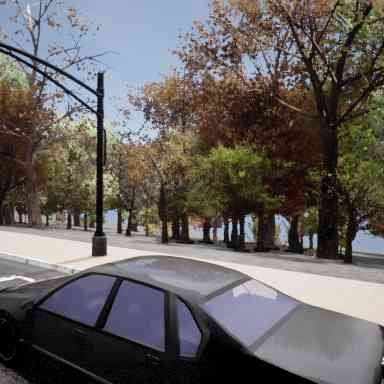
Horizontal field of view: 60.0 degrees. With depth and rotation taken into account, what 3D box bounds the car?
[{"bbox_3d":[-0.558,1.547,4.076,5.357,1.411,2.033,0,0,35],"label":"car"}]
